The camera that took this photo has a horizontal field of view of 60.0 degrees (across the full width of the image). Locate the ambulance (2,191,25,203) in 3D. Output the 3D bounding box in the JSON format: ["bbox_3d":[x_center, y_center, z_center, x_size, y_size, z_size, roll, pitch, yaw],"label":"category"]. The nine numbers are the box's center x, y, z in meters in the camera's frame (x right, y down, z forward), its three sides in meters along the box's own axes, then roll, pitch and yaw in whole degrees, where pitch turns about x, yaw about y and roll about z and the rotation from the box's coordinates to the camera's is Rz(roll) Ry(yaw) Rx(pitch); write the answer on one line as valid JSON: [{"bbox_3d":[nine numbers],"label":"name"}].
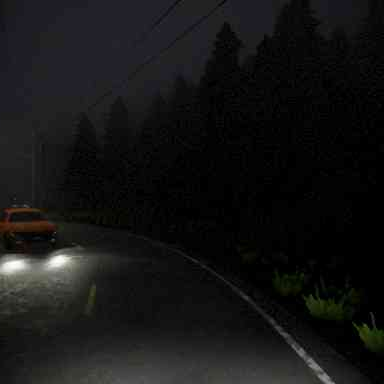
[{"bbox_3d":[-31.907,0.996,59.567,6.366,2.431,2.351,0,0,44],"label":"ambulance"}]

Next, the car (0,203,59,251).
[{"bbox_3d":[-7.280,1.473,14.502,1.882,1.535,5.008,1,0,-37],"label":"car"}]
